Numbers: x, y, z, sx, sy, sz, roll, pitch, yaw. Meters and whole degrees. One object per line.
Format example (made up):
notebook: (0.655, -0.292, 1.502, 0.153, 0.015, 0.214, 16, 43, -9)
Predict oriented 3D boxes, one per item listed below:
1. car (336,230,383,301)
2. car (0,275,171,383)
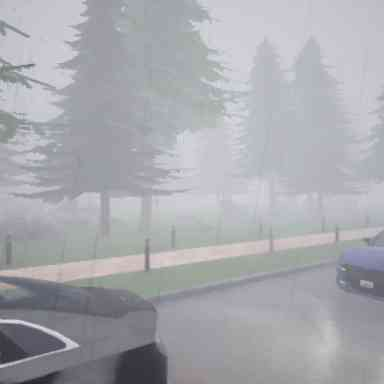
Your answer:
car: (5.403, 1.506, 7.829, 5.008, 1.535, 1.882, 0, 0, -35)
car: (-2.474, 1.480, 2.242, 4.902, 1.511, 2.128, 0, 0, -35)
